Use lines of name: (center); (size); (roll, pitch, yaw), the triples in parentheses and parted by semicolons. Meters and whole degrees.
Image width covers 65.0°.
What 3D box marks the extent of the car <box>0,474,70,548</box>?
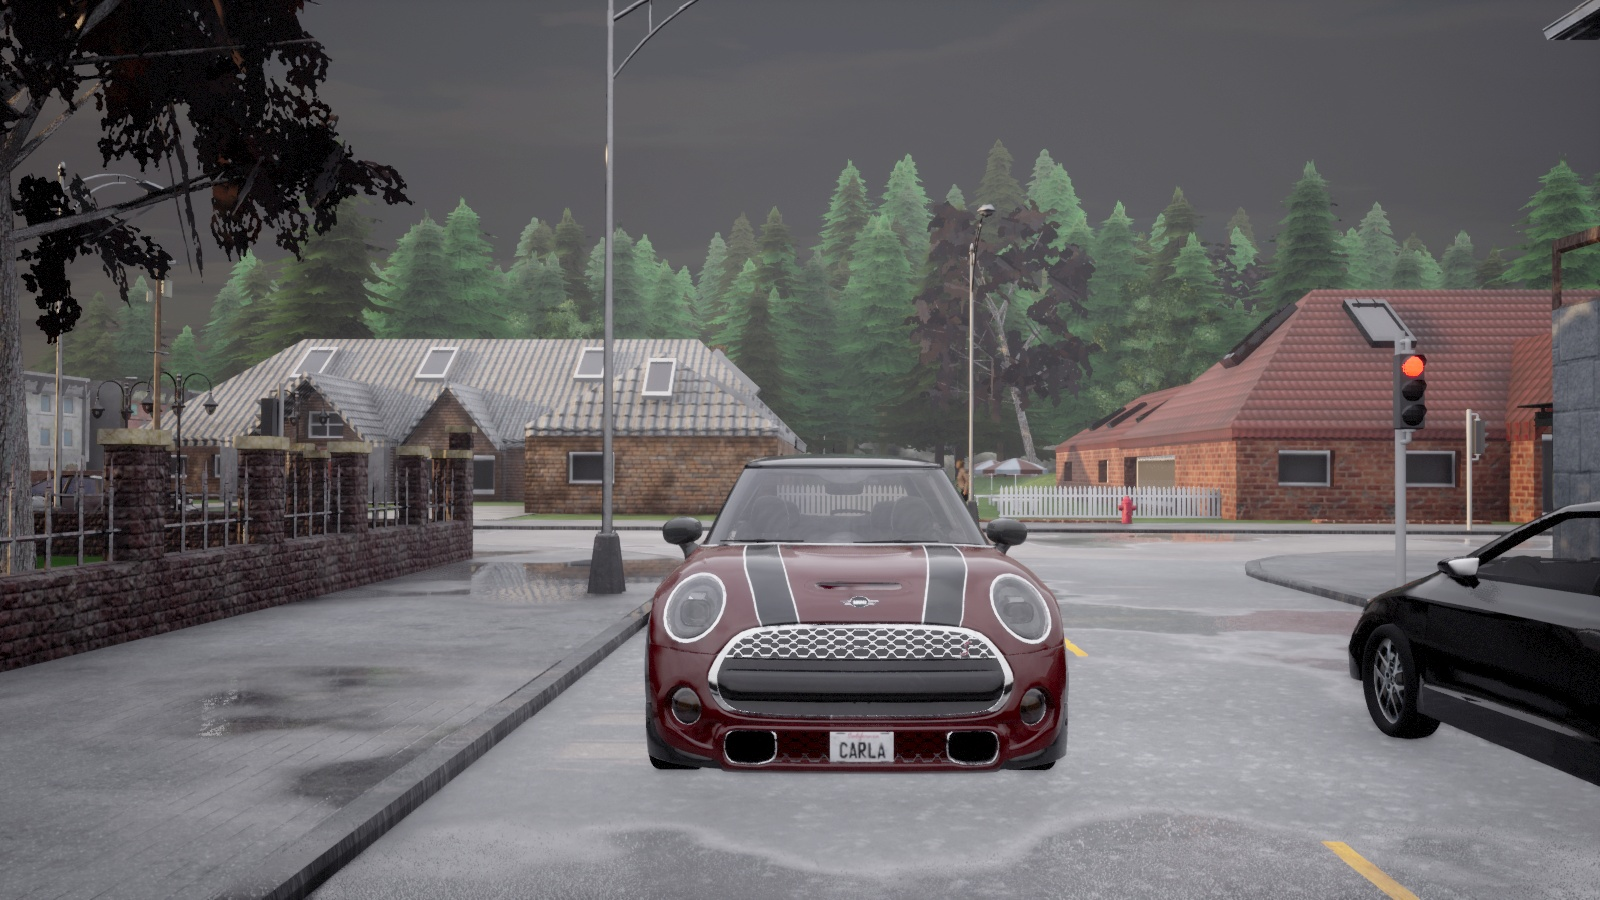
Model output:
car: (-18.574, 1.289, 27.041); (4.514, 1.525, 2.007); (0, -1, 0)

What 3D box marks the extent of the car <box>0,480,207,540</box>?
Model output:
car: (-17.772, 1.453, 31.003); (5.357, 1.411, 2.033); (0, -1, 4)

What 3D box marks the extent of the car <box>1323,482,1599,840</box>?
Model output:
car: (4.291, 0.913, 6.107); (1.816, 1.474, 4.193); (0, -1, 1)

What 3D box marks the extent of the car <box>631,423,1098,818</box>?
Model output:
car: (0.271, 0.805, 7.943); (2.097, 1.767, 4.553); (0, -1, 0)

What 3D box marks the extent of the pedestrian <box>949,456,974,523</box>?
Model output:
pedestrian: (4.438, 1.085, 34.527); (0.634, 1.846, 0.331); (0, -1, 1)
